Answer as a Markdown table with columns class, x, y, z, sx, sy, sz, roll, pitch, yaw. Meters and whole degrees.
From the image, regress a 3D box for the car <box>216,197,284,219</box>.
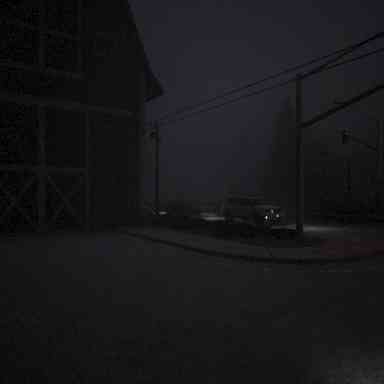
| class | x | y | z | sx | sy | sz | roll | pitch | yaw |
| --- | --- | --- | --- | --- | --- | --- | --- | --- | --- |
| car | 4.665 | 1.398 | 26.457 | 2.150 | 2.045 | 5.566 | 0 | 0 | -34 |

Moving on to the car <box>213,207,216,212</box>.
| class | x | y | z | sx | sy | sz | roll | pitch | yaw |
| --- | --- | --- | --- | --- | --- | --- | --- | --- | --- |
| car | 4.160 | 1.818 | 33.735 | 1.895 | 1.301 | 4.718 | 0 | 0 | -34 |

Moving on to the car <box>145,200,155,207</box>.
| class | x | y | z | sx | sy | sz | roll | pitch | yaw |
| --- | --- | --- | --- | --- | --- | --- | --- | --- | --- |
| car | -6.361 | 1.782 | 42.546 | 1.837 | 1.490 | 4.892 | 0 | 0 | -34 |

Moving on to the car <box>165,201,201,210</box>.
| class | x | y | z | sx | sy | sz | roll | pitch | yaw |
| --- | --- | --- | --- | --- | --- | --- | --- | --- | --- |
| car | -0.975 | 1.705 | 34.684 | 1.882 | 1.535 | 5.008 | 0 | 0 | -35 |
